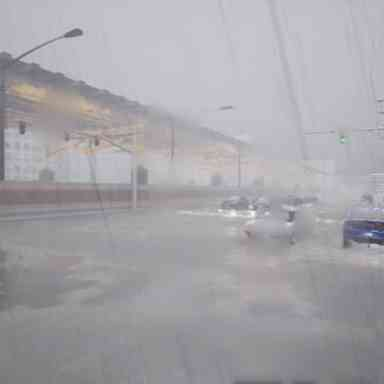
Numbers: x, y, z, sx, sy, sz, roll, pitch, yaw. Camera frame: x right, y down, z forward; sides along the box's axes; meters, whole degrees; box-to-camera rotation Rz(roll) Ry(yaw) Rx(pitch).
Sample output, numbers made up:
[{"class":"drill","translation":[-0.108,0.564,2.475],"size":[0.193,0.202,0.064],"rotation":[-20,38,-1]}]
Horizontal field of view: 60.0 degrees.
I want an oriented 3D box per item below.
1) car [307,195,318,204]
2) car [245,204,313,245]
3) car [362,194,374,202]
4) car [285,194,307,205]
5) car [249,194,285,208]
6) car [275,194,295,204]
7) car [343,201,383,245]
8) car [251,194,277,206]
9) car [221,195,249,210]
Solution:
[{"class":"car","translation":[18.404,1.194,52.165],"size":[1.895,1.301,4.718],"rotation":[1,1,31]},{"class":"car","translation":[4.112,1.460,15.064],"size":[1.895,1.301,4.718],"rotation":[1,1,31]},{"class":"car","translation":[33.858,1.172,64.073],"size":[1.837,1.490,4.892],"rotation":[1,1,31]},{"class":"car","translation":[13.090,1.189,43.478],"size":[1.994,1.385,4.181],"rotation":[1,1,32]},{"class":"car","translation":[7.988,1.181,35.228],"size":[1.812,1.442,4.674],"rotation":[1,1,30]},{"class":"car","translation":[14.991,1.031,53.285],"size":[1.837,1.490,4.892],"rotation":[1,1,31]},{"class":"car","translation":[7.772,1.401,14.339],"size":[1.882,1.535,5.008],"rotation":[1,1,31]},{"class":"car","translation":[9.726,1.063,44.700],"size":[1.837,1.490,4.892],"rotation":[1,1,32]},{"class":"car","translation":[4.894,1.113,36.876],"size":[1.812,1.442,4.674],"rotation":[1,1,31]}]
